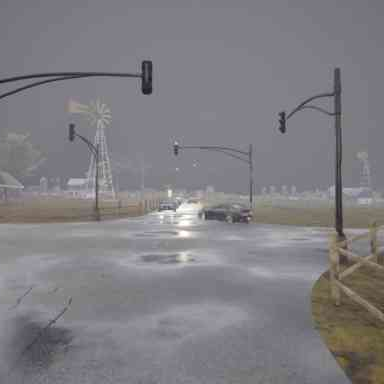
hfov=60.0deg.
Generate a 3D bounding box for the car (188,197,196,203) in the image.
[{"bbox_3d":[-0.037,1.859,79.091,1.812,1.442,4.674,0,0,0],"label":"car"}]

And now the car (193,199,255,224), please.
[{"bbox_3d":[2.523,1.579,25.377,1.837,1.490,4.892,-1,2,-39],"label":"car"}]

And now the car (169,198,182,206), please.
[{"bbox_3d":[-2.863,1.795,58.470,1.895,1.301,4.718,0,0,0],"label":"car"}]

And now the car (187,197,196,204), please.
[{"bbox_3d":[0.060,1.788,69.079,1.812,1.442,4.674,0,0,0],"label":"car"}]

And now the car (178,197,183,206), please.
[{"bbox_3d":[-2.878,1.630,48.489,2.128,1.511,4.902,0,0,0],"label":"car"}]

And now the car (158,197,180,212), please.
[{"bbox_3d":[-2.875,1.660,39.747,1.994,1.385,4.181,0,0,0],"label":"car"}]

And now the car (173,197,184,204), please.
[{"bbox_3d":[-2.785,1.810,69.251,2.033,1.411,5.357,0,0,0],"label":"car"}]
